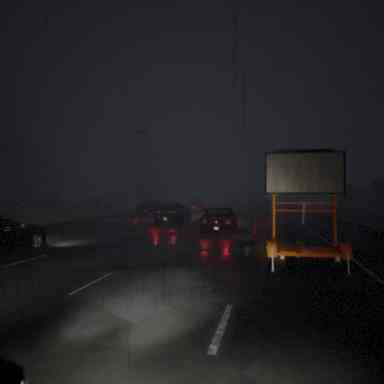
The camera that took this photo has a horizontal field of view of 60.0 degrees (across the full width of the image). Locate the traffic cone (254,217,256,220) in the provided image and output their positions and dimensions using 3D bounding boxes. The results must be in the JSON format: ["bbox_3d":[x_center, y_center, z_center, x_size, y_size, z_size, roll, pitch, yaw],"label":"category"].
[{"bbox_3d":[3.736,1.952,19.640,0.340,0.580,0.340,0,0,11],"label":"traffic cone"}]

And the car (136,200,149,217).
[{"bbox_3d":[-3.786,1.471,31.172,1.882,1.535,5.008,0,0,7],"label":"car"}]

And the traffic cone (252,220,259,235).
[{"bbox_3d":[3.363,1.952,17.675,0.340,0.580,0.340,0,0,11],"label":"traffic cone"}]

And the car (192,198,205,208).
[{"bbox_3d":[0.412,1.470,38.630,1.882,1.535,5.008,0,0,4],"label":"car"}]

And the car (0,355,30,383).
[{"bbox_3d":[-2.561,1.492,0.724,2.128,1.511,4.902,0,0,16],"label":"car"}]

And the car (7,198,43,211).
[{"bbox_3d":[-20.623,1.495,41.399,1.837,1.490,4.892,0,0,3],"label":"car"}]

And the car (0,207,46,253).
[{"bbox_3d":[-7.107,1.504,11.424,1.837,1.490,4.892,0,1,13],"label":"car"}]

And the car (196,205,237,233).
[{"bbox_3d":[1.664,1.597,19.616,1.895,1.301,4.718,0,0,10],"label":"car"}]

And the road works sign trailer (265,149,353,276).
[{"bbox_3d":[3.517,0.462,10.520,2.380,3.560,2.880,0,0,11],"label":"road works sign trailer"}]

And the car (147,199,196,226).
[{"bbox_3d":[-1.290,1.485,23.401,2.128,1.511,4.902,0,0,9],"label":"car"}]

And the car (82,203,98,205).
[{"bbox_3d":[-13.463,1.481,44.417,2.128,1.511,4.902,0,0,2],"label":"car"}]
